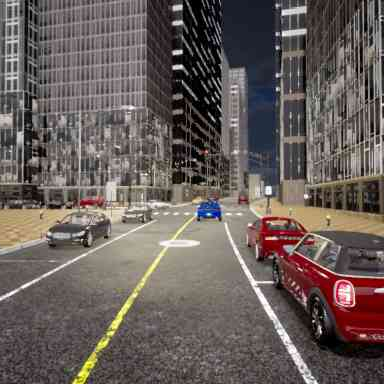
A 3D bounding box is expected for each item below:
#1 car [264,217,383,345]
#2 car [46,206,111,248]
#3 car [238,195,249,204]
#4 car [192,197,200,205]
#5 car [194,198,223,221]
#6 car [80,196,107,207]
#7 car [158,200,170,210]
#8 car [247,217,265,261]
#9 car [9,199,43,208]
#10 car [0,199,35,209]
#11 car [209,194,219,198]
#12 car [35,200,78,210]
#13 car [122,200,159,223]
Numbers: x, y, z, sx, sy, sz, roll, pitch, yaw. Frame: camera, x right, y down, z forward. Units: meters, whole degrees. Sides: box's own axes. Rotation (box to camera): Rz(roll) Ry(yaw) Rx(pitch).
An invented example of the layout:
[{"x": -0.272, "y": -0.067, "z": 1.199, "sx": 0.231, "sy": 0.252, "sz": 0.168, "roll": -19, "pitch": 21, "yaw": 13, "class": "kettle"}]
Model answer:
[{"x": 2.814, "y": 1.441, "z": 6.327, "sx": 1.967, "sy": 1.590, "sz": 4.097, "roll": 1, "pitch": 0, "yaw": 2, "class": "car"}, {"x": -4.881, "y": 1.561, "z": 14.875, "sx": 2.008, "sy": 1.369, "sz": 4.403, "roll": 1, "pitch": 0, "yaw": 3, "class": "car"}, {"x": 10.075, "y": 1.411, "z": 65.083, "sx": 2.192, "sy": 1.841, "sz": 5.009, "roll": 1, "pitch": 0, "yaw": 13, "class": "car"}, {"x": 1.158, "y": 1.641, "z": 62.528, "sx": 1.752, "sy": 1.417, "sz": 4.829, "roll": 1, "pitch": 0, "yaw": 12, "class": "car"}, {"x": 1.478, "y": 1.494, "z": 27.135, "sx": 1.882, "sy": 1.535, "sz": 5.008, "roll": 0, "pitch": 0, "yaw": 5, "class": "car"}, {"x": -15.150, "y": 1.535, "z": 49.599, "sx": 5.009, "sy": 1.841, "sz": 2.192, "roll": 0, "pitch": -1, "yaw": 13, "class": "car"}, {"x": -5.339, "y": 1.700, "z": 44.006, "sx": 4.718, "sy": 1.301, "sz": 1.895, "roll": -1, "pitch": -1, "yaw": 30, "class": "car"}, {"x": 3.006, "y": 1.547, "z": 11.967, "sx": 1.887, "sy": 1.381, "sz": 4.507, "roll": 1, "pitch": 0, "yaw": 3, "class": "car"}, {"x": -26.037, "y": 1.833, "z": 52.177, "sx": 4.403, "sy": 1.369, "sz": 2.008, "roll": 0, "pitch": -1, "yaw": 13, "class": "car"}, {"x": -22.402, "y": 1.653, "z": 43.217, "sx": 4.403, "sy": 1.369, "sz": 2.008, "roll": 0, "pitch": -1, "yaw": 13, "class": "car"}, {"x": 5.152, "y": 1.491, "z": 78.767, "sx": 2.192, "sy": 1.841, "sz": 5.009, "roll": 1, "pitch": 0, "yaw": 14, "class": "car"}, {"x": -16.961, "y": 1.637, "z": 41.927, "sx": 4.313, "sy": 1.339, "sz": 1.947, "roll": 0, "pitch": -1, "yaw": 13, "class": "car"}, {"x": -4.130, "y": 1.574, "z": 25.665, "sx": 2.008, "sy": 1.369, "sz": 4.403, "roll": 1, "pitch": 0, "yaw": 5, "class": "car"}]
